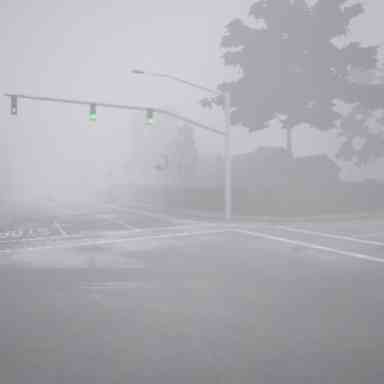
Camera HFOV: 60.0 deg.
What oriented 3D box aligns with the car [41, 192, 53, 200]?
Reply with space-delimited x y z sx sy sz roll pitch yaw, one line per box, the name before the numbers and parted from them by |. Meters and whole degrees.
car | -27.804 0.750 63.664 1.812 1.442 4.674 -1 1 -26
